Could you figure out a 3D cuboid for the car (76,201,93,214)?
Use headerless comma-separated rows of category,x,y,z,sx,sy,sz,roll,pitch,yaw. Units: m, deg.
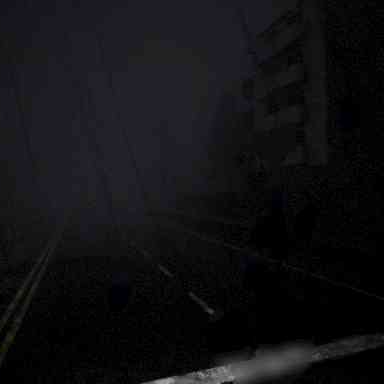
car,-13.282,1.869,41.180,2.033,1.411,5.357,-1,0,-19

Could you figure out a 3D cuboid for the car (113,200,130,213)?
car,-8.856,1.769,41.708,2.033,1.411,5.357,-1,0,-8
